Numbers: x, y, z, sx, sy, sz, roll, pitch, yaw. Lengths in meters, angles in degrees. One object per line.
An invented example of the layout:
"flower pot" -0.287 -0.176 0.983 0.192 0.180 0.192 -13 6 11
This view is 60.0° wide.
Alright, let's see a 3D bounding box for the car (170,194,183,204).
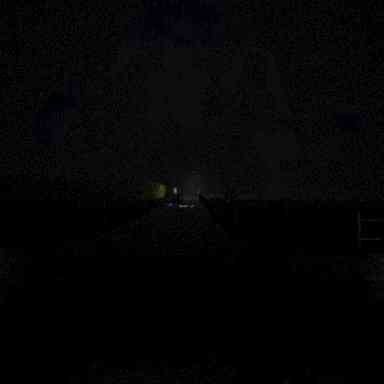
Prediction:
"car" -2.747 1.118 58.372 2.097 1.767 4.553 0 0 0
